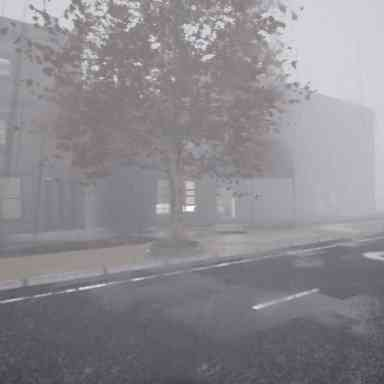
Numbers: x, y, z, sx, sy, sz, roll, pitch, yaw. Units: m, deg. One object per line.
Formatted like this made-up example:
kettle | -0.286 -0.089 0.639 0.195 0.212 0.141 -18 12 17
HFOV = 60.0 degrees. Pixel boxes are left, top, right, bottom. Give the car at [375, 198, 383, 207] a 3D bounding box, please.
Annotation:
car | 31.672 1.799 57.979 2.008 1.369 4.403 -2 0 -36
